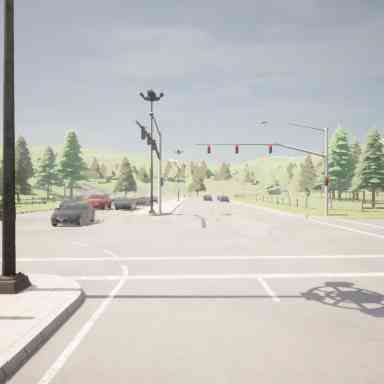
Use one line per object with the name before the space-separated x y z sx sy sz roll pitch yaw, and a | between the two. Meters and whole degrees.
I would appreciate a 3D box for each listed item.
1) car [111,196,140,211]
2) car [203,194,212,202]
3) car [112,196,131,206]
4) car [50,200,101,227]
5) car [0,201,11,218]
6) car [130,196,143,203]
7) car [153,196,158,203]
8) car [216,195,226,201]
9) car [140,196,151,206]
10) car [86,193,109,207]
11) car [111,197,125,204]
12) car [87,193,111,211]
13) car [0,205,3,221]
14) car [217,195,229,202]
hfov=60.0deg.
car | -8.056 1.478 40.519 1.882 1.535 5.008 0 0 0
car | 3.712 1.355 79.473 2.097 1.767 4.553 0 0 1
car | -11.532 1.491 54.725 2.128 1.511 4.902 0 0 0
car | -8.078 1.505 23.006 1.837 1.490 4.892 0 0 0
car | -18.002 1.564 28.333 1.994 1.385 4.181 1 0 45
car | -11.429 1.601 68.672 1.895 1.301 4.718 0 0 0
car | -7.933 1.547 68.234 2.033 1.411 5.357 0 0 0
car | 7.340 1.525 84.312 2.128 1.511 4.902 0 0 2
car | -8.030 1.506 53.869 1.837 1.490 4.892 0 0 0
car | -15.036 1.221 53.426 2.150 2.045 5.566 0 0 0
car | -14.936 1.601 67.365 1.895 1.301 4.718 0 0 0
car | -11.556 1.221 41.227 2.150 2.045 5.566 0 0 0
car | -16.502 1.564 25.422 4.181 1.385 1.994 0 0 -39
car | 7.112 1.478 73.908 1.882 1.535 5.008 0 0 1
